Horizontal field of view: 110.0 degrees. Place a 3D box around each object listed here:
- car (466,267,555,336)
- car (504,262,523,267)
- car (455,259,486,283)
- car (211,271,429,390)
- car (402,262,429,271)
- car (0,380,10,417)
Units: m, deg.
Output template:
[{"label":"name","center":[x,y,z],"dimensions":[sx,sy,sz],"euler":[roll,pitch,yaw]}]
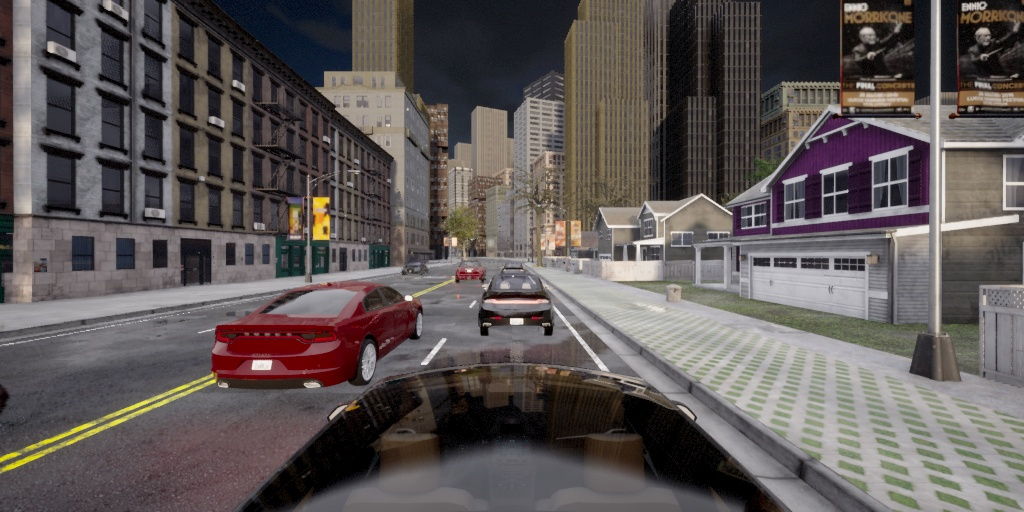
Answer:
[{"label":"car","center":[0.106,1.239,10.381],"dimensions":[2.128,1.511,4.902],"euler":[0,0,0]},{"label":"car","center":[0.116,1.229,27.800],"dimensions":[2.128,1.511,4.902],"euler":[0,0,0]},{"label":"car","center":[-3.124,1.090,27.815],"dimensions":[2.097,1.767,4.553],"euler":[0,0,-2]},{"label":"car","center":[-3.148,1.227,7.006],"dimensions":[1.882,1.535,5.008],"euler":[0,0,0]},{"label":"car","center":[-9.823,1.294,36.668],"dimensions":[1.994,1.385,4.181],"euler":[0,0,0]},{"label":"car","center":[-6.599,1.314,2.175],"dimensions":[1.994,1.385,4.181],"euler":[0,0,0]}]
